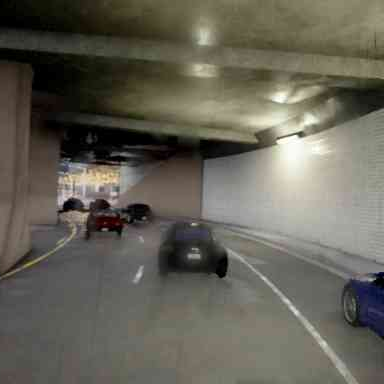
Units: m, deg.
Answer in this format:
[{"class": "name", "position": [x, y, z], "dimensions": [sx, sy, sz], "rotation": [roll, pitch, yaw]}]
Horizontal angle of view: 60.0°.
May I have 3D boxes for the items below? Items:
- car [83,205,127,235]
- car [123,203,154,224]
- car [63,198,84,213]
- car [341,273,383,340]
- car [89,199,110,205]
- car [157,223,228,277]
[{"class": "car", "position": [-5.101, 1.642, 19.168], "dimensions": [1.895, 1.301, 4.718], "rotation": [2, -1, -17]}, {"class": "car", "position": [-4.434, 1.660, 26.652], "dimensions": [1.837, 1.490, 4.892], "rotation": [3, -1, -23]}, {"class": "car", "position": [-13.262, 1.431, 37.213], "dimensions": [1.882, 1.535, 5.008], "rotation": [2, -1, -26]}, {"class": "car", "position": [3.697, 1.718, 4.480], "dimensions": [1.812, 1.442, 4.674], "rotation": [2, -1, 3]}, {"class": "car", "position": [-11.496, 1.547, 41.317], "dimensions": [1.882, 1.535, 5.008], "rotation": [2, -1, -26]}, {"class": "car", "position": [-0.073, 1.693, 10.825], "dimensions": [1.994, 1.385, 4.181], "rotation": [2, -1, -4]}]
